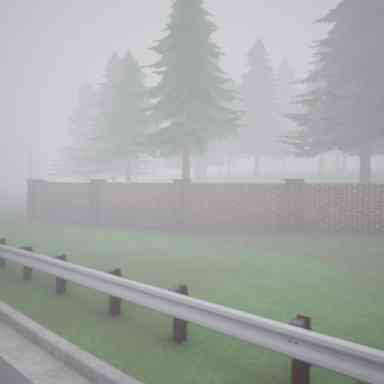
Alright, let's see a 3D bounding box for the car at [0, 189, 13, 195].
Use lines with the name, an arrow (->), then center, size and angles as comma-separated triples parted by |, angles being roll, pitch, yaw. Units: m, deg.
car -> -43.957, 0.008, 77.765 | 2.097, 1.767, 4.553 | 1, 1, -21
